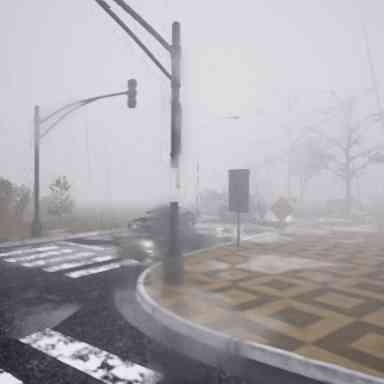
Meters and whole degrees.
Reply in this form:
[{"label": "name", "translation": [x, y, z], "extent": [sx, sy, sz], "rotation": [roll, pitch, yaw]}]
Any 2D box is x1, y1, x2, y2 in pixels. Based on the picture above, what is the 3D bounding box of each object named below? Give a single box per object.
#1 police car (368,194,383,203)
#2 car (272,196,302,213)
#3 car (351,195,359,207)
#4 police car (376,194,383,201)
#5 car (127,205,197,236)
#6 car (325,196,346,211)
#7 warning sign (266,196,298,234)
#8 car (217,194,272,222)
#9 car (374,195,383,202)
[{"label": "police car", "translation": [37.165, 1.326, 67.734], "extent": [1.930, 1.638, 5.238], "rotation": [1, 1, 34]}, {"label": "car", "translation": [10.084, 1.272, 35.347], "extent": [2.097, 1.767, 4.553], "rotation": [1, 1, 35]}, {"label": "car", "translation": [23.393, 1.282, 49.271], "extent": [2.097, 1.767, 4.553], "rotation": [1, 1, 34]}, {"label": "police car", "translation": [46.224, 1.296, 80.923], "extent": [1.930, 1.638, 5.238], "rotation": [1, 1, 34]}, {"label": "car", "translation": [-1.500, 1.478, 18.520], "extent": [1.812, 1.442, 4.674], "rotation": [1, 1, 36]}, {"label": "car", "translation": [17.834, 1.474, 41.097], "extent": [1.812, 1.442, 4.674], "rotation": [1, 1, 35]}, {"label": "warning sign", "translation": [4.634, 1.145, 17.156], "extent": [1.300, 1.860, 1.060], "rotation": [1, 1, 34]}, {"label": "car", "translation": [4.166, 1.157, 26.745], "extent": [2.150, 2.045, 5.566], "rotation": [1, 1, 35]}, {"label": "car", "translation": [42.763, 1.388, 75.887], "extent": [1.837, 1.490, 4.892], "rotation": [1, 1, 34]}]
